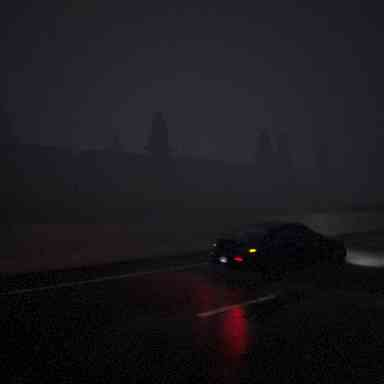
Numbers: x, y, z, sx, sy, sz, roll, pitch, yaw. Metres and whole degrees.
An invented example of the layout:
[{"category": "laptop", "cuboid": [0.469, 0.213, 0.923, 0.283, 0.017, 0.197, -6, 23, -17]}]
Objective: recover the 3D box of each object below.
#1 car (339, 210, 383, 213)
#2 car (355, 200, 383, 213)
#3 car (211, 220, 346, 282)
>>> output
[{"category": "car", "cuboid": [12.993, 1.725, 26.129, 5.357, 1.411, 2.033, 1, 0, -35]}, {"category": "car", "cuboid": [22.717, 1.772, 41.632, 5.008, 1.535, 1.882, 1, 0, -35]}, {"category": "car", "cuboid": [2.685, 1.580, 9.953, 4.674, 1.442, 1.812, 0, 0, -35]}]
